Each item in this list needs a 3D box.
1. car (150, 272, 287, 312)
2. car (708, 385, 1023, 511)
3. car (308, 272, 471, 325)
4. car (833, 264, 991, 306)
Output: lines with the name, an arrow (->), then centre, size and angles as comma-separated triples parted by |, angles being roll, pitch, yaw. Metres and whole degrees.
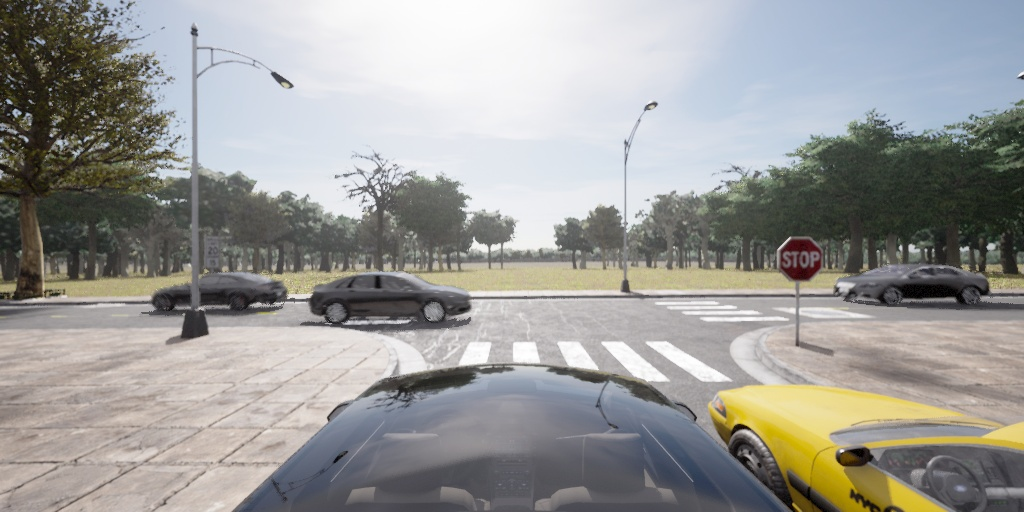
car -> -11.606, 1.384, 14.382 | 4.674, 1.442, 1.812 | -1, 0, 0
car -> 2.636, 1.276, 1.347 | 1.751, 1.417, 4.829 | 0, 0, 0
car -> -3.751, 1.260, 11.368 | 4.892, 1.490, 1.837 | -1, 0, 0
car -> 15.593, 1.080, 14.158 | 4.902, 1.511, 2.128 | 0, 0, 0
